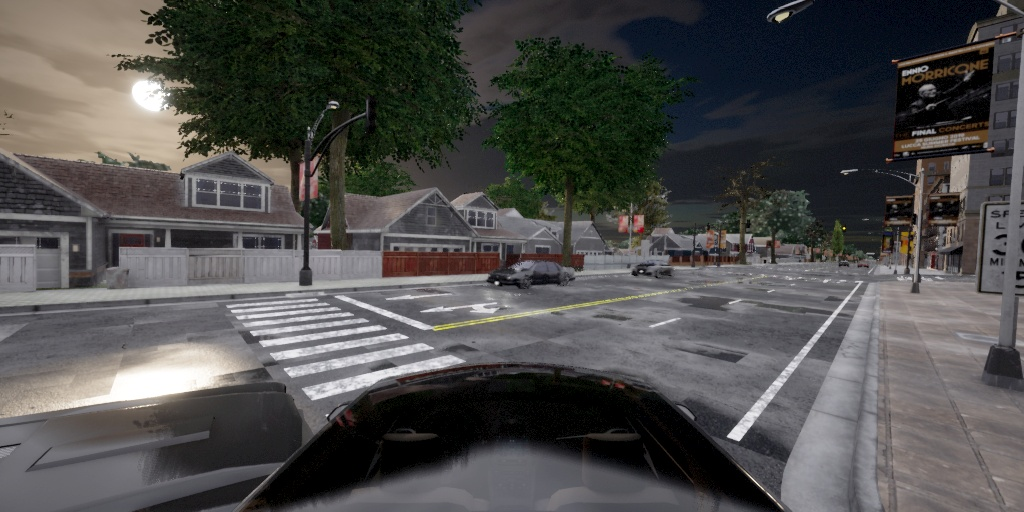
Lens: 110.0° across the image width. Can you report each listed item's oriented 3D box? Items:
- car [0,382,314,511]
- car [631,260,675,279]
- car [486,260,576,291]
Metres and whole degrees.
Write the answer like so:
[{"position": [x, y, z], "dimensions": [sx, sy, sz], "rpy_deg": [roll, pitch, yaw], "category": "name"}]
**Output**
[{"position": [-3.306, 1.295, 1.232], "dimensions": [4.718, 1.301, 1.895], "rpy_deg": [1, 2, -34], "category": "car"}, {"position": [11.222, 0.999, 28.465], "dimensions": [4.181, 1.385, 1.994], "rpy_deg": [0, 2, -44], "category": "car"}, {"position": [1.196, 0.912, 18.736], "dimensions": [5.357, 1.411, 2.033], "rpy_deg": [0, 2, -44], "category": "car"}]
